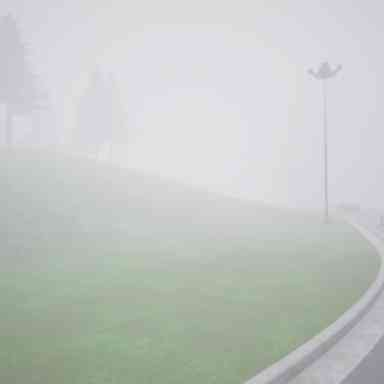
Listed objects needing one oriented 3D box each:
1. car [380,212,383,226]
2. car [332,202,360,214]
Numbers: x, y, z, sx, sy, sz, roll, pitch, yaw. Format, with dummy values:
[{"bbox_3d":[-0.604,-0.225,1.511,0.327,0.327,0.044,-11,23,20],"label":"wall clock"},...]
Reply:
[{"bbox_3d":[14.437,1.799,23.101,1.994,1.385,4.181,-1,-1,21],"label":"car"},{"bbox_3d":[19.314,1.944,41.958,1.882,1.535,5.008,0,-1,3],"label":"car"}]
